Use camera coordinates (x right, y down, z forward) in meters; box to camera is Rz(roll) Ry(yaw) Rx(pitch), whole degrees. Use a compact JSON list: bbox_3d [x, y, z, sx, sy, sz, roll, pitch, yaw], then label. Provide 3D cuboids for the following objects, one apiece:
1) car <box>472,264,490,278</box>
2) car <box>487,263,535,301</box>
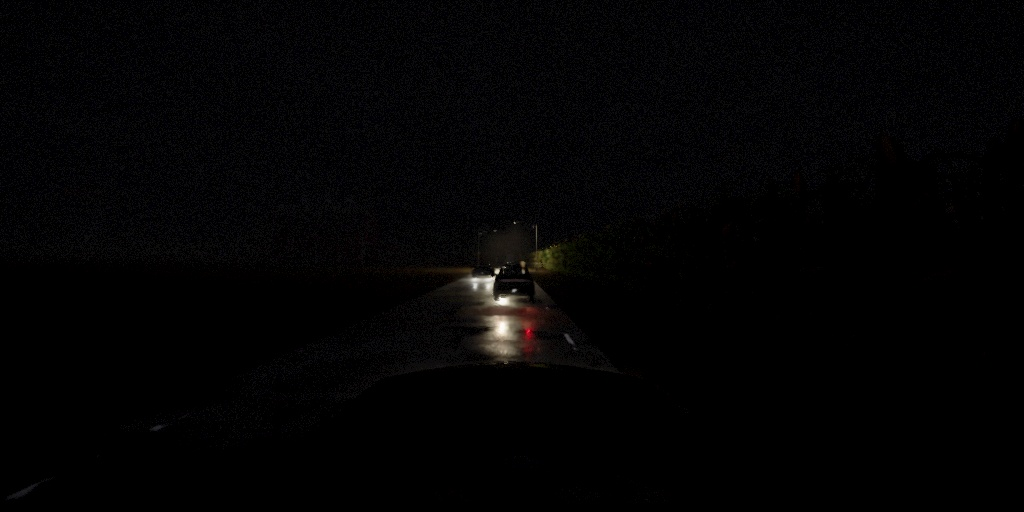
[{"bbox_3d":[-2.760,1.440,35.601,1.994,1.385,4.181,0,0,0],"label":"car"},{"bbox_3d":[0.095,1.270,17.608,2.128,1.511,4.902,0,0,0],"label":"car"}]
